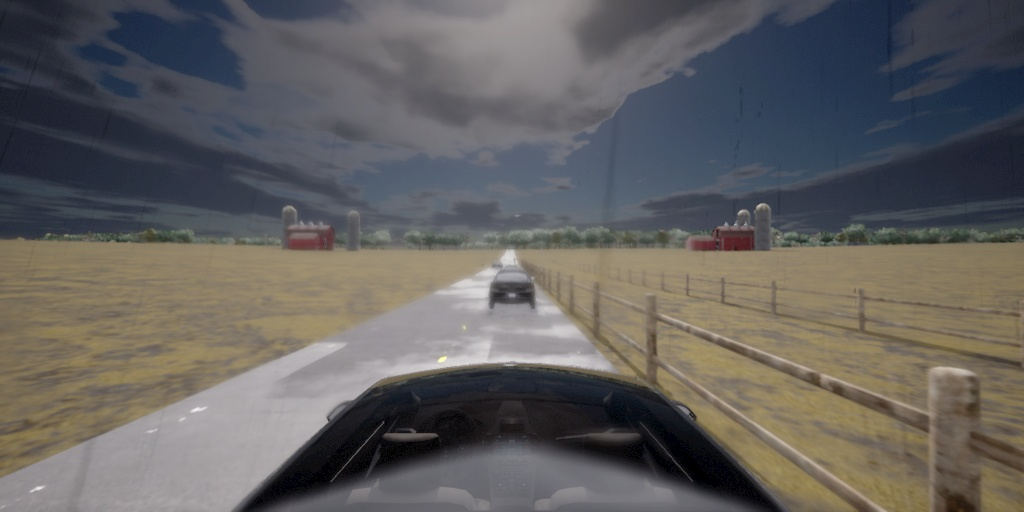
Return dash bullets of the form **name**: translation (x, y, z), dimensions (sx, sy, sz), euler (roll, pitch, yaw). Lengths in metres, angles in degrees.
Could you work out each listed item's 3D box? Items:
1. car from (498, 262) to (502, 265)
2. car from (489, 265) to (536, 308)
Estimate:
- **car**: translation (0.021, 1.521, 30.348), dimensions (1.837, 1.490, 4.892), euler (0, 0, 1)
- **car**: translation (0.029, 1.360, 16.079), dimensions (1.882, 1.535, 5.008), euler (0, 0, 1)
